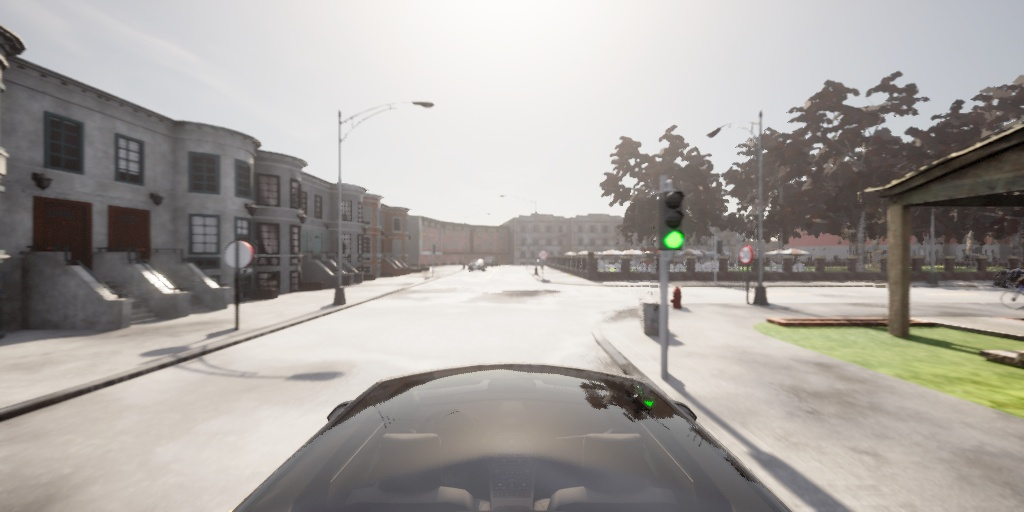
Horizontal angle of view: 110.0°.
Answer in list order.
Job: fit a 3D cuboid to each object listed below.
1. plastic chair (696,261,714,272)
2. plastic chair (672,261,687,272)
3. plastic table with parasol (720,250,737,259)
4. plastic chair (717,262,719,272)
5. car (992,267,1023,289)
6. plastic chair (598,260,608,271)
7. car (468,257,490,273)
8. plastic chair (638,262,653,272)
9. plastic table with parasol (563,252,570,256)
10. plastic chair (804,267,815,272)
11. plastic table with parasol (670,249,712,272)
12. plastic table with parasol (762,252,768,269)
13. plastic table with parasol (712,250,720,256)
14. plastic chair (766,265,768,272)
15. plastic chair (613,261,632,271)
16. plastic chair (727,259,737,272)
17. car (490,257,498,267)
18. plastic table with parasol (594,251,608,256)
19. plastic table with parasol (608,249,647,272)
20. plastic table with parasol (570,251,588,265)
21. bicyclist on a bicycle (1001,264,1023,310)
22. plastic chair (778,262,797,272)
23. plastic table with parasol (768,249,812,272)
[{"bbox_3d":[16.194,1.236,30.080,0.750,1.272,0.730,0,0,-35],"label":"plastic chair"},{"bbox_3d":[14.261,1.247,30.308,0.730,1.272,0.750,0,0,-40],"label":"plastic chair"},{"bbox_3d":[22.049,0.526,38.310,2.482,2.480,2.482,0,0,-39],"label":"plastic table with parasol"},{"bbox_3d":[19.145,1.221,34.089,0.750,1.272,0.730,0,0,-35],"label":"plastic chair"},{"bbox_3d":[30.726,1.054,20.467,4.553,1.767,2.097,0,0,0],"label":"car"},{"bbox_3d":[8.590,1.219,33.796,0.730,1.272,0.750,0,0,-40],"label":"plastic chair"},{"bbox_3d":[-4.108,1.136,42.684,2.128,1.511,4.902,0,0,0],"label":"car"},{"bbox_3d":[10.964,1.269,29.078,0.750,1.272,0.730,0,0,-35],"label":"plastic chair"},{"bbox_3d":[9.213,0.595,56.326,2.482,2.480,2.482,0,0,0],"label":"plastic table with parasol"},{"bbox_3d":[24.634,1.244,29.373,0.750,1.272,0.730,0,0,-35],"label":"plastic chair"},{"bbox_3d":[15.292,0.629,31.053,2.482,2.480,2.482,0,0,-40],"label":"plastic table with parasol"},{"bbox_3d":[26.470,0.607,35.667,2.482,2.480,2.482,0,0,-40],"label":"plastic table with parasol"},{"bbox_3d":[18.257,0.587,35.041,2.482,2.480,2.482,0,0,-42],"label":"plastic table with parasol"},{"bbox_3d":[22.995,1.194,31.366,0.750,1.272,0.730,0,0,-40],"label":"plastic chair"},{"bbox_3d":[9.032,1.268,29.306,0.730,1.272,0.750,0,0,-40],"label":"plastic chair"},{"bbox_3d":[22.893,1.196,37.318,0.750,1.272,0.730,0,0,-34],"label":"plastic chair"},{"bbox_3d":[-3.891,0.952,60.588,2.097,1.767,4.553,0,0,12],"label":"car"},{"bbox_3d":[9.621,0.616,34.540,2.482,2.480,2.482,0,0,-40],"label":"plastic table with parasol"},{"bbox_3d":[10.062,0.663,30.051,2.482,2.480,2.482,0,0,-40],"label":"plastic table with parasol"},{"bbox_3d":[10.011,0.511,48.630,2.482,2.480,2.482,0,0,-38],"label":"plastic table with parasol"},{"bbox_3d":[17.570,1.073,12.071,0.582,1.620,1.656,0,0,0],"label":"bicyclist on a bicycle"},{"bbox_3d":[22.709,1.217,29.591,0.730,1.272,0.750,0,0,-39],"label":"plastic chair"},{"bbox_3d":[23.734,0.610,30.346,2.482,2.480,2.482,0,0,-40],"label":"plastic table with parasol"}]
